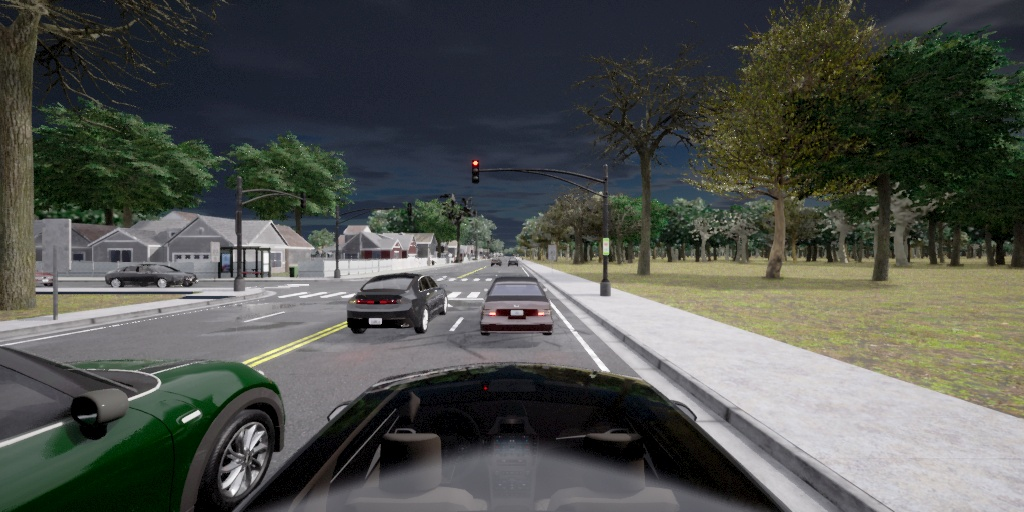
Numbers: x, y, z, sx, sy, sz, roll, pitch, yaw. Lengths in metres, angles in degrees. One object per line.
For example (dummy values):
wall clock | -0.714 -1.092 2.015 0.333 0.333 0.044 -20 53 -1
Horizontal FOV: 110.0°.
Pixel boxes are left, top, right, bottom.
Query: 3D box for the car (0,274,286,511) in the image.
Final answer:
car | -3.148 1.102 1.463 2.097 1.767 4.553 0 0 0

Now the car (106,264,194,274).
car | -22.913 1.285 22.893 4.892 1.490 1.837 0 0 0

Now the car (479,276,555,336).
car | 0.112 1.297 10.410 2.033 1.411 5.357 0 0 0

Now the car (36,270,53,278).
car | -32.201 1.322 22.967 4.674 1.442 1.812 0 0 0

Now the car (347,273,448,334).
car | -3.145 1.254 10.661 1.837 1.490 4.892 0 0 0
